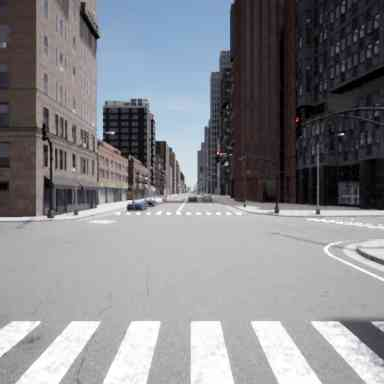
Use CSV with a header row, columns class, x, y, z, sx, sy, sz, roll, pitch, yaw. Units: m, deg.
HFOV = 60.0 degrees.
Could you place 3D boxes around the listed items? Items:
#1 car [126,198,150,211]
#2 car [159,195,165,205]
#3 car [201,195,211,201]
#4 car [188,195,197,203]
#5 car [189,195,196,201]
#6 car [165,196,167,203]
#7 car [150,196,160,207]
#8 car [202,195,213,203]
class,x,y,z,sx,sy,sz,roll,pitch,yaw
car,-6.515,1.585,39.525,1.895,1.301,4.718,0,0,0
car,-6.444,1.501,60.699,1.812,1.442,4.674,0,0,1
car,3.372,1.453,81.404,2.128,1.511,4.902,0,0,0
car,0.107,1.444,70.989,1.882,1.535,5.008,0,0,0
car,0.122,1.406,81.408,1.882,1.535,5.008,0,0,0
car,-6.393,1.442,71.070,1.882,1.535,5.008,0,0,0
car,-6.479,1.582,50.206,1.895,1.301,4.718,0,0,1
car,3.357,1.491,70.984,2.128,1.511,4.902,0,0,0
